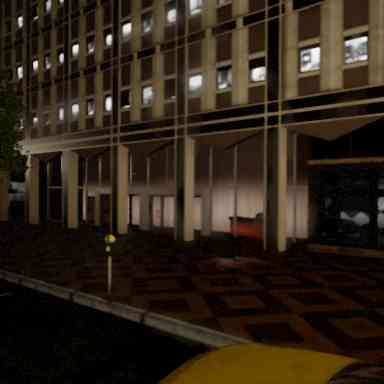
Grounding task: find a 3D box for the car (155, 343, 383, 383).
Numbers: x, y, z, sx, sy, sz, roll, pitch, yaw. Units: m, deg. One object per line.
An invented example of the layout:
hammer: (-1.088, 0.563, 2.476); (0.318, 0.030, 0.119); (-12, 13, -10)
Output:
car: (1.718, 1.527, 1.644); (4.829, 1.417, 1.752); (0, 0, 35)
